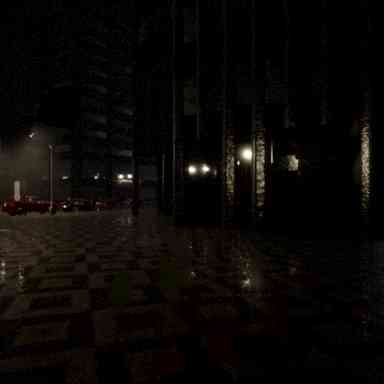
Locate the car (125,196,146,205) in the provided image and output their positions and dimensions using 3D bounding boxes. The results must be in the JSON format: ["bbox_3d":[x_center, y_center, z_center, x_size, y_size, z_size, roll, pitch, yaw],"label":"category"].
[{"bbox_3d":[-9.541,1.421,55.371,1.967,1.590,4.097,0,0,35],"label":"car"}]

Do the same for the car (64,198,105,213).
[{"bbox_3d":[-12.186,1.565,36.588,1.947,1.339,4.313,0,0,35],"label":"car"}]

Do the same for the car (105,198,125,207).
[{"bbox_3d":[-12.754,1.566,50.736,1.802,1.307,4.206,0,0,35],"label":"car"}]

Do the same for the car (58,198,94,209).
[{"bbox_3d":[-15.967,1.532,46.101,1.887,1.381,4.507,0,0,35],"label":"car"}]

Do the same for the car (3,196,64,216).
[{"bbox_3d":[-15.399,1.317,31.953,2.192,1.841,5.009,0,0,35],"label":"car"}]
